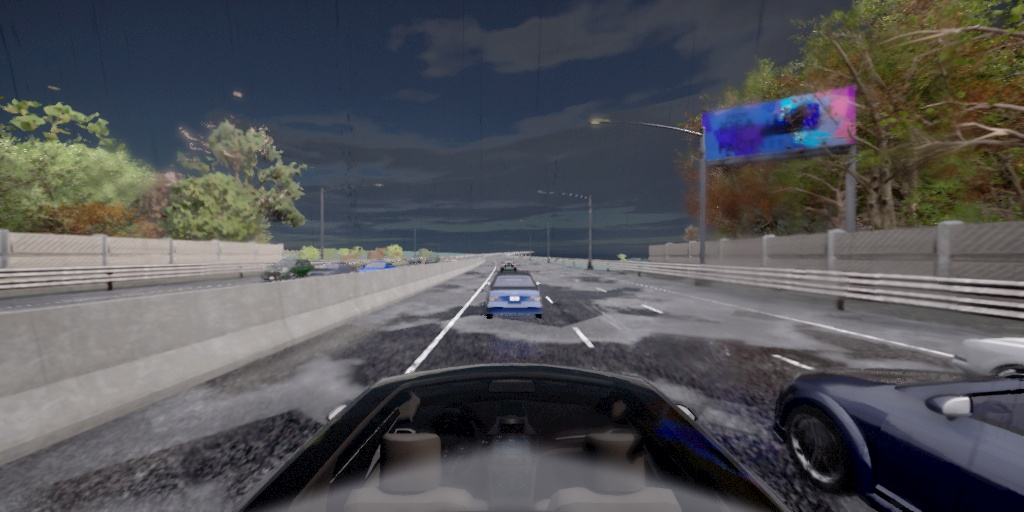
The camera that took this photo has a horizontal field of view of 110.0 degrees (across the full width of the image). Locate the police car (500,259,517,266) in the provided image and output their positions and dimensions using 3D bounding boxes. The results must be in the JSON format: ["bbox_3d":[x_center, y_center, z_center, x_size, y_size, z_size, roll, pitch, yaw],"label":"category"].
[{"bbox_3d":[-0.415,1.141,43.347,2.038,1.542,4.974,0,0,-1],"label":"police car"}]

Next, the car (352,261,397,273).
[{"bbox_3d":[-10.830,1.160,29.149,1.882,1.535,5.008,0,0,-1],"label":"car"}]

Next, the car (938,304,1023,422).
[{"bbox_3d":[7.094,1.347,2.809,1.895,1.301,4.718,0,0,0],"label":"car"}]

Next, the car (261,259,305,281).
[{"bbox_3d":[-17.825,1.037,28.793,2.097,1.767,4.553,0,0,-1],"label":"car"}]

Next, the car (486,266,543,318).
[{"bbox_3d":[0.055,1.271,12.862,2.033,1.411,5.357,0,0,0],"label":"car"}]

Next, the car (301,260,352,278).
[{"bbox_3d":[-14.326,1.231,28.953,2.033,1.411,5.357,0,0,-1],"label":"car"}]

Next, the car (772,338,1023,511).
[{"bbox_3d":[3.592,1.313,1.842,1.994,1.385,4.181,0,0,0],"label":"car"}]
